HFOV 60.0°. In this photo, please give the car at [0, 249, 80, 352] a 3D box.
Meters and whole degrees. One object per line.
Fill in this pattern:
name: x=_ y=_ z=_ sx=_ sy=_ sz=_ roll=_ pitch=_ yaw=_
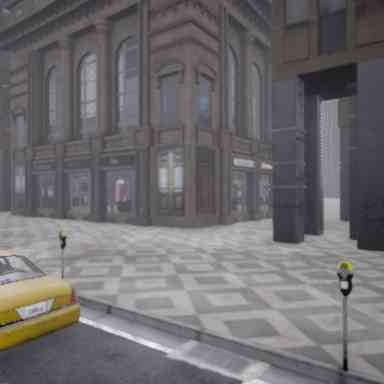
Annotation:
car: x=-3.966 y=1.539 z=5.793 sx=4.829 sy=1.417 sz=1.752 roll=0 pitch=0 yaw=36
